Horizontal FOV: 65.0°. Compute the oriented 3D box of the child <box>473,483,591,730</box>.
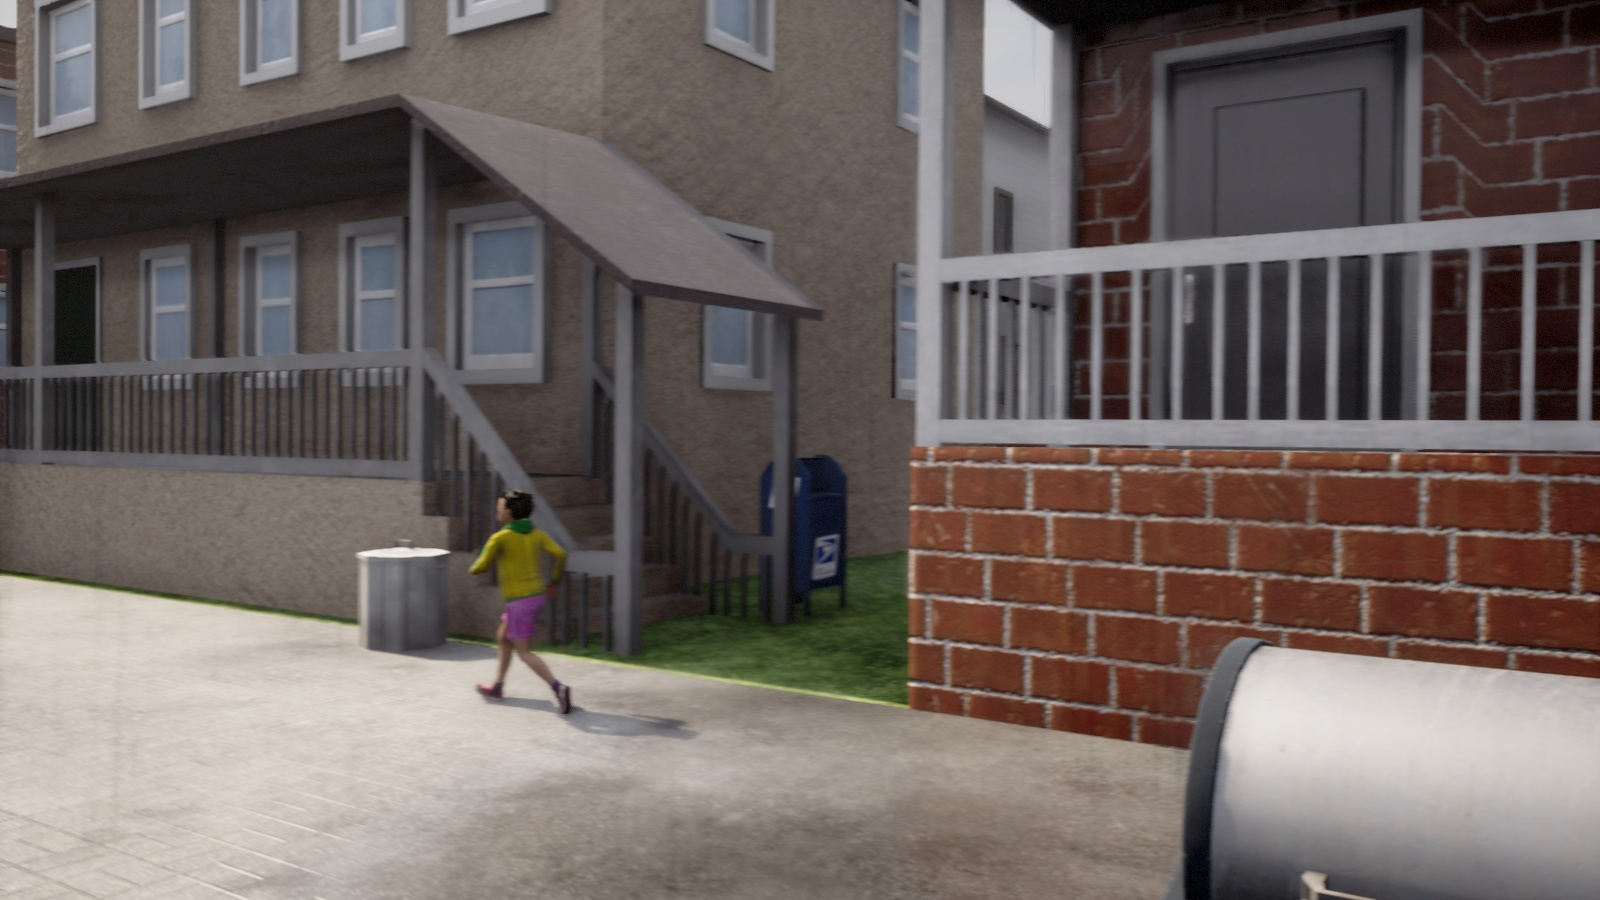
[{"bbox_3d":[-1.319,0.749,6.188,0.473,1.160,0.299,0,1,25],"label":"child"}]
